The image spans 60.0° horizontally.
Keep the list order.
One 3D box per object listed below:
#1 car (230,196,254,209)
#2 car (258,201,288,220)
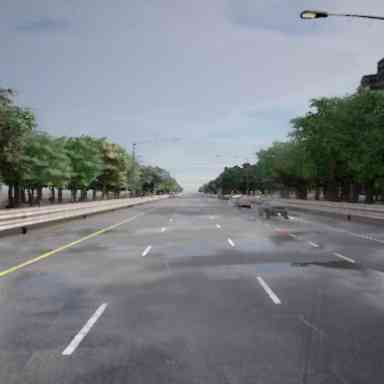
[{"bbox_3d":[7.034,1.618,46.780,2.033,1.411,5.357,0,0,0],"label":"car"},{"bbox_3d":[7.021,1.551,29.138,1.837,1.490,4.892,0,0,0],"label":"car"}]
